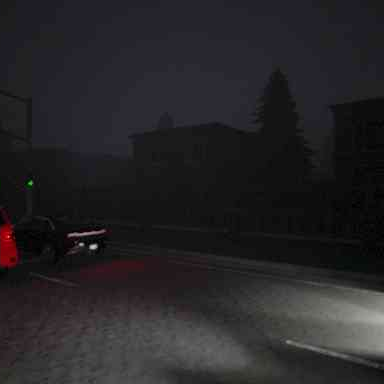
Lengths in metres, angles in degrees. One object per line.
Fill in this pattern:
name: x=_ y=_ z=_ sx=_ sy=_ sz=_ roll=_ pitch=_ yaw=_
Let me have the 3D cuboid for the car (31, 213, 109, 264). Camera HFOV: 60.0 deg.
car: x=-5.081 y=1.509 z=11.907 sx=4.902 sy=1.511 sz=2.128 roll=0 pitch=0 yaw=36

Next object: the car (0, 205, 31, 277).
car: x=-6.917 y=1.239 z=8.917 sx=5.566 sy=2.045 sz=2.150 roll=0 pitch=0 yaw=36
